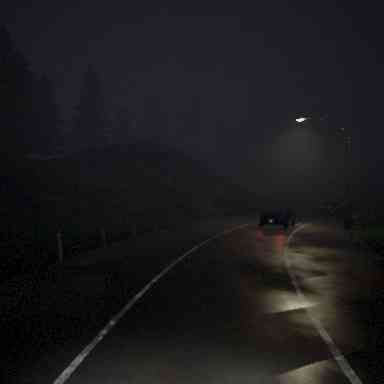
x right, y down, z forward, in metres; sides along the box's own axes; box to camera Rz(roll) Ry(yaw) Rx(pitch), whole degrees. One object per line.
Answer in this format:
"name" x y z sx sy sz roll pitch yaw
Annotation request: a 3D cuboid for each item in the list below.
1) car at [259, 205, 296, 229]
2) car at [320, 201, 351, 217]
"car" 5.956 1.657 22.950 1.812 1.442 4.674 2 0 25
"car" 16.116 1.804 37.216 2.097 1.767 4.553 4 2 43
